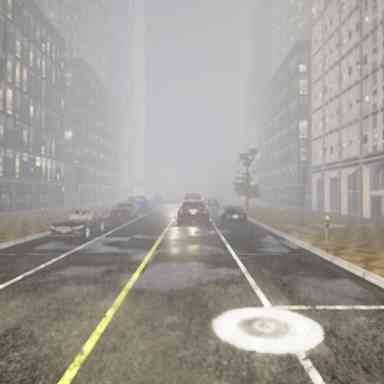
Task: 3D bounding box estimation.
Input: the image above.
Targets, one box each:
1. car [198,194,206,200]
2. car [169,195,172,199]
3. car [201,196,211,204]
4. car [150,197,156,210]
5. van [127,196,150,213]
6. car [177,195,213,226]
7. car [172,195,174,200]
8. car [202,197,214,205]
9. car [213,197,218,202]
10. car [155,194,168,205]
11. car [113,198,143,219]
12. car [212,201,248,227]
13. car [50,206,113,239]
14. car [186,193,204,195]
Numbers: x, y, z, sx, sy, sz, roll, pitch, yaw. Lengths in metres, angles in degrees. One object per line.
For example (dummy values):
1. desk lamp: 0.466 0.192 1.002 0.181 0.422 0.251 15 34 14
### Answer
1. car: 2.628 1.305 90.921 1.967 1.590 4.097 0 0 0
2. car: -5.737 1.471 68.164 1.947 1.339 4.313 0 0 0
3. car: 2.648 1.441 62.633 1.752 1.417 4.829 0 0 0
4. car: -5.716 1.533 39.703 1.802 1.307 4.206 0 0 0
5. van: -5.711 1.301 34.010 1.690 1.788 3.998 0 0 0
6. car: 0.084 1.327 23.175 2.097 1.767 4.553 0 0 0
7. car: -5.753 1.391 90.761 1.752 1.417 4.829 0 0 0
8. car: 2.652 1.507 56.770 1.802 1.307 4.206 0 0 0
9. car: 2.661 1.383 45.386 1.967 1.590 4.097 0 0 0
10. car: -5.728 1.365 56.778 1.967 1.590 4.097 0 0 0
11. car: -5.708 1.512 28.318 1.887 1.381 4.507 0 0 0
12. car: 2.677 1.541 22.619 1.947 1.339 4.313 0 0 0
13. car: -5.699 1.532 16.933 2.008 1.369 4.403 0 0 0
14. car: 0.067 1.169 40.992 2.150 2.045 5.566 0 0 0
